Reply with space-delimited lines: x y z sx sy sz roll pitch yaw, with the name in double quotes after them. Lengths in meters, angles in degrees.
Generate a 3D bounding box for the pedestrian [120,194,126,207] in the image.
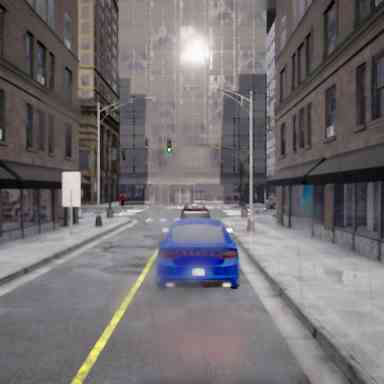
-9.377 1.076 45.142 0.375 1.860 0.375 0 1 0 "pedestrian"

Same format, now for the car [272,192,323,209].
12.853 1.001 40.912 5.566 2.045 2.150 0 0 0 "car"

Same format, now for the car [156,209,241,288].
0.151 1.460 9.207 1.882 1.535 5.008 0 0 0 "car"

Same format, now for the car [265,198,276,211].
10.622 1.170 37.670 4.553 1.767 2.097 0 0 0 "car"

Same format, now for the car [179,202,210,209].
0.178 1.445 22.607 2.128 1.511 4.902 0 0 -1 "car"
